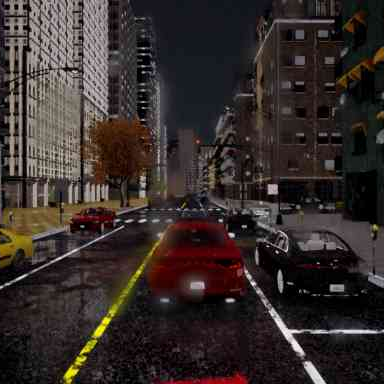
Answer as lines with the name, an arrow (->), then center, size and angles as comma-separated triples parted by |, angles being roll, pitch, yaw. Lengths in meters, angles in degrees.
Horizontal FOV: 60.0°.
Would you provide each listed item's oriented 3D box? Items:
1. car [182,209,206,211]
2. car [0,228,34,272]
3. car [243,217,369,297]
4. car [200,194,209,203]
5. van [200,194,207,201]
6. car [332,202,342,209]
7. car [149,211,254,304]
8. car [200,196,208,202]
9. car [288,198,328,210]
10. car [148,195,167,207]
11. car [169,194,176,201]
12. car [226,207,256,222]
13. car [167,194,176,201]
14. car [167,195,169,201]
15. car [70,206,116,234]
car -> 0.112, 1.605, 18.354 | 1.895, 1.301, 4.718 | 0, 0, 0
car -> -5.680, 1.526, 8.200 | 1.752, 1.417, 4.829 | 0, 0, 0
car -> 2.700, 1.552, 8.358 | 2.008, 1.369, 4.403 | 0, 0, 0
car -> 2.791, 1.630, 73.903 | 1.947, 1.339, 4.313 | 0, 0, 0
van -> 2.805, 1.424, 84.950 | 1.690, 1.788, 3.998 | 0, 0, 0
car -> 18.876, 1.259, 38.862 | 4.829, 1.417, 1.752 | -1, 1, 0
car -> 0.102, 1.478, 8.263 | 1.882, 1.535, 5.008 | 0, 0, 0
car -> 2.798, 1.599, 79.596 | 1.752, 1.417, 4.829 | 0, 0, 0
car -> 13.479, 1.359, 38.815 | 4.403, 1.369, 2.008 | -1, 1, 0
car -> -5.621, 1.349, 51.824 | 2.192, 1.841, 5.009 | 0, 0, 0
car -> -5.575, 1.649, 84.962 | 1.947, 1.339, 4.313 | 0, 0, 0
car -> 2.715, 1.555, 19.424 | 2.008, 1.369, 4.403 | 0, 0, 0
car -> -5.568, 1.410, 90.484 | 2.192, 1.841, 5.009 | 0, 0, 0
car -> -5.613, 1.607, 57.347 | 1.947, 1.339, 4.313 | 0, 0, 0
car -> -5.665, 1.549, 19.436 | 1.887, 1.381, 4.507 | 0, 0, 0
